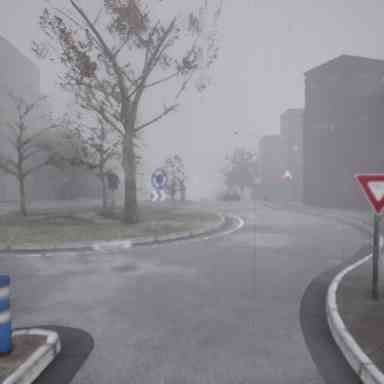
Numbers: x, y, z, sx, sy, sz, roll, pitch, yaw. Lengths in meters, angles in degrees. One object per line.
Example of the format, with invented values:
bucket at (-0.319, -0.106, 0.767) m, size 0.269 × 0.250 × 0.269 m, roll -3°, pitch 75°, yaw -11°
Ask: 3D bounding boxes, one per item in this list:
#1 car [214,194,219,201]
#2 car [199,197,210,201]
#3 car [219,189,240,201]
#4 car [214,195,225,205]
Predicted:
car at (5.520, 1.061, 58.249) m, size 2.150 × 2.045 × 5.566 m, roll 0°, pitch -3°, yaw 1°
car at (2.501, 1.820, 67.268) m, size 2.128 × 1.511 × 4.902 m, roll 0°, pitch -3°, yaw 2°
car at (5.227, 0.455, 45.100) m, size 2.097 × 1.767 × 4.553 m, roll 0°, pitch -3°, yaw 2°
car at (5.816, 1.732, 70.643) m, size 2.150 × 2.045 × 5.566 m, roll 0°, pitch -3°, yaw 1°
